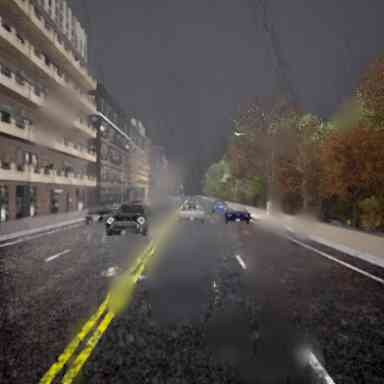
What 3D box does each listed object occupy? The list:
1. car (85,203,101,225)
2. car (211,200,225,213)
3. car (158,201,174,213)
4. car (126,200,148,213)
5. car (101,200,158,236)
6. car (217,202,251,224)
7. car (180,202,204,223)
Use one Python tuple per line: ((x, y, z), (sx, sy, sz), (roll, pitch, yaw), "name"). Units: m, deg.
((-6.547, 1.597, 25.103), (2.128, 1.511, 4.902), (0, 0, 1), "car")
((3.297, 1.717, 40.435), (2.033, 1.411, 5.357), (0, 0, 0), "car")
((-3.269, 1.770, 40.183), (1.895, 1.301, 4.718), (0, 0, 0), "car")
((-6.525, 1.692, 39.751), (1.812, 1.442, 4.674), (0, 0, 0), "car")
((-3.335, 1.430, 18.715), (2.097, 1.767, 4.553), (0, 0, 0), "car")
((3.254, 1.709, 25.734), (1.895, 1.301, 4.718), (0, 0, 0), "car")
((0.015, 1.714, 26.831), (1.895, 1.301, 4.718), (0, 0, 0), "car")
